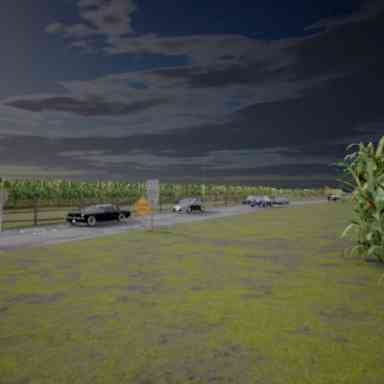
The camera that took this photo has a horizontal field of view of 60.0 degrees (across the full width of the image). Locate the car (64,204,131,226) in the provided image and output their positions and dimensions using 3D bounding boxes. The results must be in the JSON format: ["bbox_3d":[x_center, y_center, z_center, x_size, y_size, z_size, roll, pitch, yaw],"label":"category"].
[{"bbox_3d":[-6.466,1.542,23.170,1.895,1.301,4.718,1,0,29],"label":"car"}]

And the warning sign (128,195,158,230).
[{"bbox_3d":[-2.764,1.117,18.843,1.300,1.860,1.060,1,0,30],"label":"warning sign"}]

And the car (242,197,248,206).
[{"bbox_3d":[9.656,1.378,53.002,1.882,1.535,5.008,1,0,31],"label":"car"}]

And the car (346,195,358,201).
[{"bbox_3d":[40.603,1.358,84.582,5.366,1.575,1.801,0,1,-42],"label":"car"}]

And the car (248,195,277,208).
[{"bbox_3d":[10.236,1.286,48.294,2.097,1.767,4.553,1,0,30],"label":"car"}]

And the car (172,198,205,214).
[{"bbox_3d":[-0.294,1.416,34.544,2.128,1.511,4.902,1,1,28],"label":"car"}]

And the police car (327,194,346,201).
[{"bbox_3d":[33.397,1.336,77.754,1.930,1.638,5.238,1,1,45],"label":"police car"}]

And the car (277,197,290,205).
[{"bbox_3d":[15.151,1.488,56.534,1.994,1.385,4.181,1,0,34],"label":"car"}]
